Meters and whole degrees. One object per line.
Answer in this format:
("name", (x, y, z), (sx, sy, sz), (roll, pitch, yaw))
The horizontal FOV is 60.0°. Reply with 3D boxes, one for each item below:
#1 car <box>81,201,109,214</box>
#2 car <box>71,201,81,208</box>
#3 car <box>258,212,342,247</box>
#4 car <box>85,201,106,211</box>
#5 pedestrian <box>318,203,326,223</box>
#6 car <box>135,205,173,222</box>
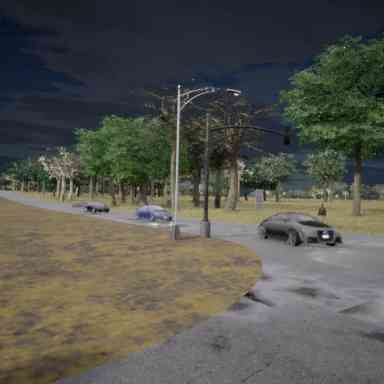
("car", (-12.093, 1.945, 42.214), (1.882, 1.535, 5.008), (3, -2, -33))
("car", (-21.384, 2.309, 62.776), (1.994, 1.385, 4.181), (3, -2, -34))
("car", (4.655, 1.609, 14.899), (1.994, 1.385, 4.181), (2, -2, -17))
("car", (-15.825, 2.255, 54.466), (1.994, 1.385, 4.181), (3, -2, -35))
("pedestrian", (9.301, 1.717, 23.824), (0.375, 1.860, 0.375), (1, -1, -34))
("car", (-3.452, 1.847, 29.234), (1.812, 1.442, 4.674), (3, -2, -34))
